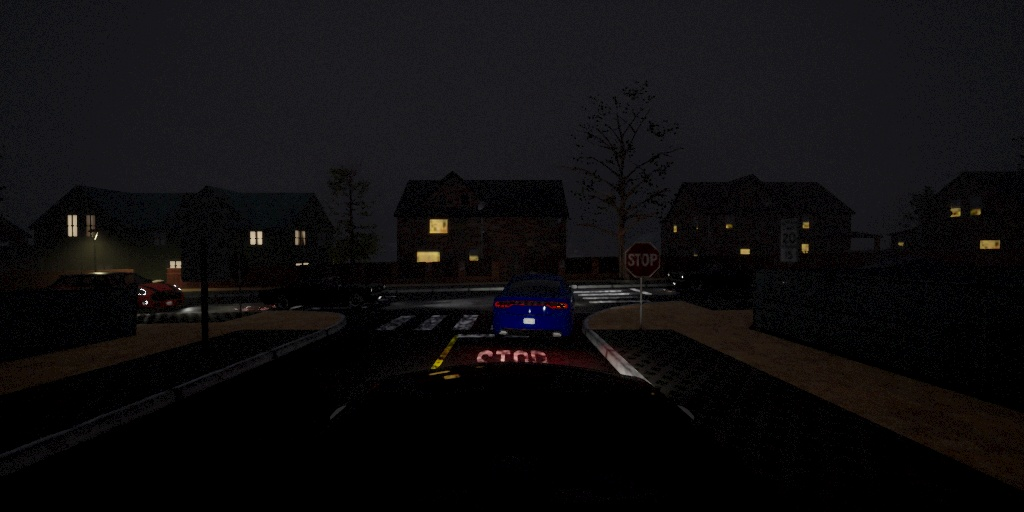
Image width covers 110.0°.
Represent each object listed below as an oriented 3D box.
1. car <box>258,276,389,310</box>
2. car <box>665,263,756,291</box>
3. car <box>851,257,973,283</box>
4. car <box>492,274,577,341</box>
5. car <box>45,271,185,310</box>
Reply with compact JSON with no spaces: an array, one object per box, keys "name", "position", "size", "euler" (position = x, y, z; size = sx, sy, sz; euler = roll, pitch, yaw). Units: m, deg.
[{"name":"car","position":[-7.821,1.506,15.231],"size":[4.718,1.301,1.895],"euler":[-1,1,0]},{"name":"car","position":[10.399,1.034,18.171],"size":[4.718,1.301,1.895],"euler":[-1,1,-1]},{"name":"car","position":[20.044,0.753,18.213],"size":[5.357,1.411,2.033],"euler":[-1,1,0]},{"name":"car","position":[0.780,1.226,10.029],"size":[1.882,1.535,5.008],"euler":[0,0,10]},{"name":"car","position":[-16.808,1.471,15.217],"size":[4.553,1.767,2.097],"euler":[-1,1,0]}]
